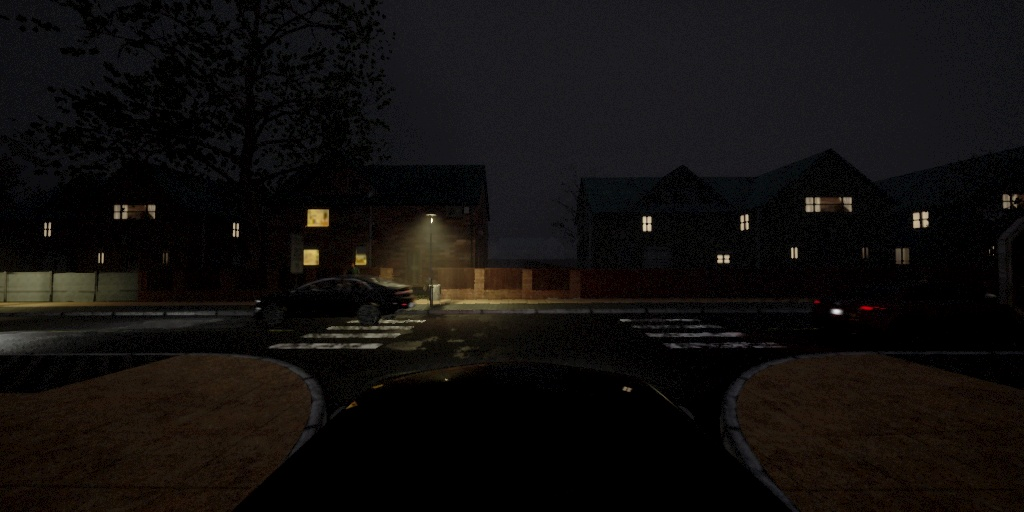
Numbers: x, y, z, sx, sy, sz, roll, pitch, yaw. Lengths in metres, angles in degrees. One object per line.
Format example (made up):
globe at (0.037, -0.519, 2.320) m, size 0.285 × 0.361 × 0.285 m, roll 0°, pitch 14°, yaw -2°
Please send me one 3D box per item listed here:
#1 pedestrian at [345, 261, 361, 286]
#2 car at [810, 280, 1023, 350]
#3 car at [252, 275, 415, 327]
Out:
pedestrian at (-6.486, 1.112, 14.539) m, size 0.375 × 1.860 × 0.375 m, roll 0°, pitch -1°, yaw 2°
car at (9.477, 1.239, 8.209) m, size 4.181 × 1.385 × 1.994 m, roll 0°, pitch -1°, yaw 2°
car at (-5.640, 1.379, 11.595) m, size 4.902 × 1.511 × 2.128 m, roll -1°, pitch -1°, yaw 2°
